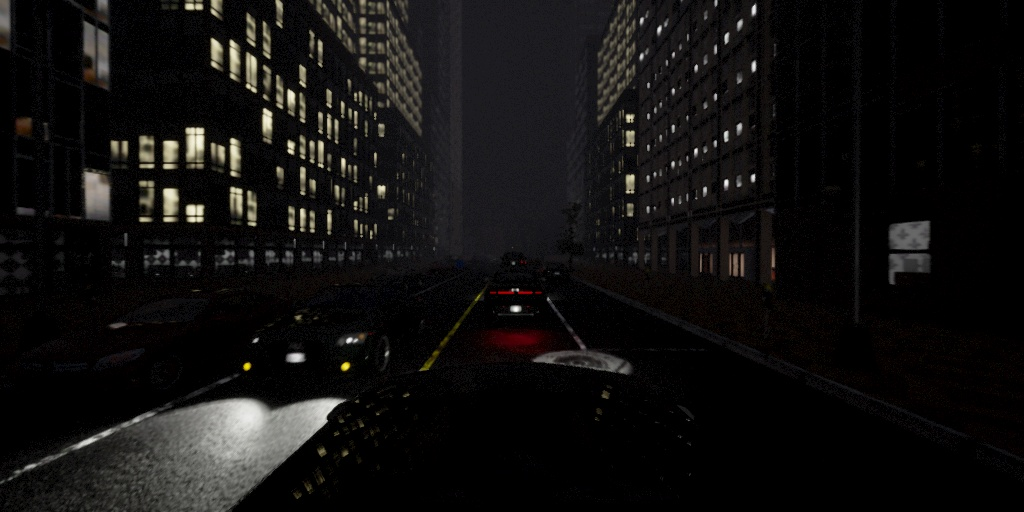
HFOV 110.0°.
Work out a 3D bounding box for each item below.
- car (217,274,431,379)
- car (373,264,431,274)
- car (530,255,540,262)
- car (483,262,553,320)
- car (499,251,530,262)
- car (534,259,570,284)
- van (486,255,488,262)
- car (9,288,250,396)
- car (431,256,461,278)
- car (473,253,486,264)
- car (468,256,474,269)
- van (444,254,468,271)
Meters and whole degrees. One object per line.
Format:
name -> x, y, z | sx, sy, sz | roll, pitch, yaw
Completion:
car -> -3.097, 1.246, 7.122 | 1.994, 1.385, 4.181 | 0, 1, 0
car -> -5.683, 1.098, 17.858 | 2.007, 1.370, 4.403 | 0, 0, 0
car -> 2.714, 0.630, 46.298 | 1.967, 1.591, 4.097 | 0, 0, 0
car -> 0.105, 1.128, 11.990 | 1.837, 1.490, 4.892 | 0, 1, 0
car -> 0.114, 0.614, 30.346 | 2.150, 2.045, 5.566 | 0, 1, 0
car -> 2.701, 1.045, 23.532 | 1.948, 1.339, 4.313 | 0, 0, 0
van -> -5.657, 0.307, 63.393 | 1.690, 1.789, 3.998 | 0, 0, 0
car -> -5.689, 1.272, 6.473 | 1.802, 1.307, 4.207 | 0, 0, 0
car -> -5.676, 0.950, 29.242 | 1.888, 1.381, 4.507 | 0, 0, 0
car -> -5.661, 0.480, 57.700 | 1.967, 1.591, 4.097 | 0, 0, 0
car -> -5.670, 0.842, 40.626 | 1.802, 1.307, 4.207 | 0, 0, 0
van -> -5.673, 0.674, 34.934 | 1.690, 1.789, 3.998 | 0, 0, 0
